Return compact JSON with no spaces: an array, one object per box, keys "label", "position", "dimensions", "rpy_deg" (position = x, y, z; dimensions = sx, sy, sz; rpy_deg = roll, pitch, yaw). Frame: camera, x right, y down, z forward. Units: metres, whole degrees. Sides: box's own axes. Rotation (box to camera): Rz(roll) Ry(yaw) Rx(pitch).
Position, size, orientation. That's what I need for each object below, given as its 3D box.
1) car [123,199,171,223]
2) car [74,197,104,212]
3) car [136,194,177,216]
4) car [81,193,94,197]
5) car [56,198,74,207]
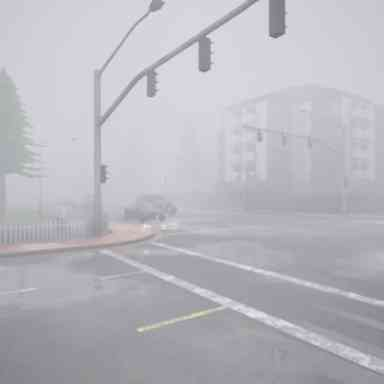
[{"label":"car","position":[-3.794,1.519,25.773],"dimensions":[1.812,1.442,4.674],"rpy_deg":[0,0,-34]},{"label":"car","position":[-11.271,1.557,36.966],"dimensions":[1.994,1.385,4.181],"rpy_deg":[0,0,-34]},{"label":"car","position":[-3.556,1.212,31.643],"dimensions":[2.150,2.045,5.566],"rpy_deg":[0,0,-34]},{"label":"car","position":[-14.635,1.220,48.173],"dimensions":[2.150,2.045,5.566],"rpy_deg":[0,0,-34]},{"label":"car","position":[-17.559,1.557,46.249],"dimensions":[1.994,1.385,4.181],"rpy_deg":[0,0,-34]}]
